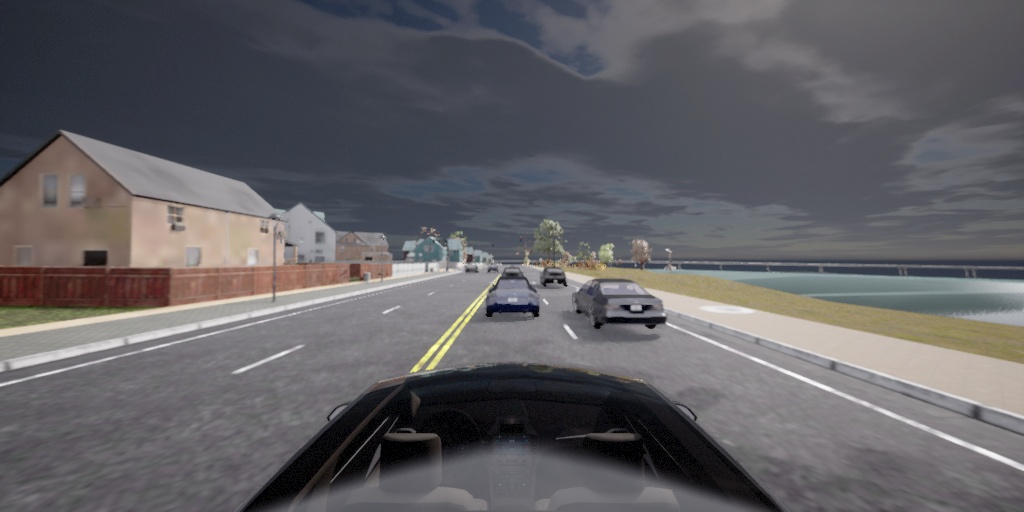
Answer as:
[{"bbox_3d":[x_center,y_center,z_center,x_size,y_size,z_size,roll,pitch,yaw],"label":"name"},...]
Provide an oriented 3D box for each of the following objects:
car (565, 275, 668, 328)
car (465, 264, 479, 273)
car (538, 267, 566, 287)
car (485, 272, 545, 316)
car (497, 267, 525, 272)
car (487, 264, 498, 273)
[{"bbox_3d":[3.268,1.439,11.914,2.033,1.411,5.357,0,-1,0],"label":"car"},{"bbox_3d":[-6.557,2.055,58.981,1.882,1.535,5.008,0,-1,1],"label":"car"},{"bbox_3d":[3.287,1.641,29.103,1.837,1.490,4.892,0,0,1],"label":"car"},{"bbox_3d":[0.042,1.488,14.214,1.994,1.385,4.181,0,-1,1],"label":"car"},{"bbox_3d":[0.038,1.641,29.099,1.837,1.490,4.892,0,0,1],"label":"car"},{"bbox_3d":[-3.278,2.171,61.962,2.033,1.411,5.357,0,-1,0],"label":"car"}]
